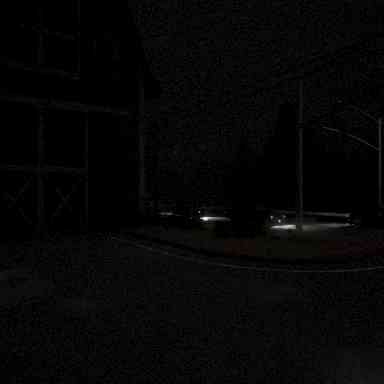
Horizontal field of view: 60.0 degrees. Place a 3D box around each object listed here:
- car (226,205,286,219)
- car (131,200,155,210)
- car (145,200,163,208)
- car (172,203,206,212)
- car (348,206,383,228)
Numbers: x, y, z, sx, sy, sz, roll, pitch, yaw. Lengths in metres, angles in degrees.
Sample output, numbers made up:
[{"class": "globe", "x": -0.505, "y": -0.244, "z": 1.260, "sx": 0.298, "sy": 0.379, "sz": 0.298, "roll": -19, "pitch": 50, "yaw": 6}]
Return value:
[{"class": "car", "x": 4.805, "y": 1.720, "z": 26.171, "sx": 2.033, "sy": 1.411, "sz": 5.357, "roll": 0, "pitch": 0, "yaw": -34}, {"class": "car", "x": -7.491, "y": 1.885, "z": 50.613, "sx": 1.994, "sy": 1.385, "sz": 4.181, "roll": 0, "pitch": 0, "yaw": -34}, {"class": "car", "x": -5.404, "y": 1.866, "z": 41.044, "sx": 1.895, "sy": 1.301, "sz": 4.718, "roll": 0, "pitch": 0, "yaw": -34}, {"class": "car", "x": -0.417, "y": 1.784, "z": 33.781, "sx": 1.994, "sy": 1.385, "sz": 4.181, "roll": 0, "pitch": 0, "yaw": -34}, {"class": "car", "x": 12.564, "y": 1.638, "z": 21.405, "sx": 1.837, "sy": 1.490, "sz": 4.892, "roll": 0, "pitch": 0, "yaw": -34}]
